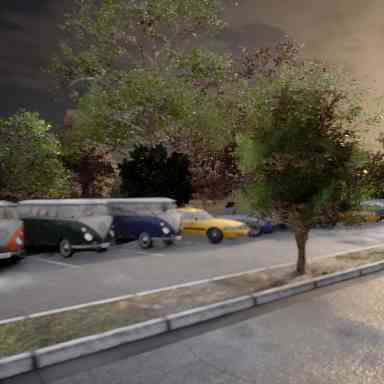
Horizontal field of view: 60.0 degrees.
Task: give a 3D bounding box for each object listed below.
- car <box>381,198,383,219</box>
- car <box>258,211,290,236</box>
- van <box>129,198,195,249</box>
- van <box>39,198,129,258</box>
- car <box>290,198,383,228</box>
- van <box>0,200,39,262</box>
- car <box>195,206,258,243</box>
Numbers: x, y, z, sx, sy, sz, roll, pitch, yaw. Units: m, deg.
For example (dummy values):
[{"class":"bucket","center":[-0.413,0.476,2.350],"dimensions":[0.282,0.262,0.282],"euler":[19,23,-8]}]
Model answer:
[{"class":"car","center":[12.069,1.398,24.735],"dimensions":[4.892,1.521,2.231],"euler":[-1,0,34]},{"class":"car","center":[2.382,1.480,17.813],"dimensions":[4.792,1.488,2.163],"euler":[-1,0,34]},{"class":"van","center":[-2.339,1.249,14.279],"dimensions":[4.442,1.987,1.878],"euler":[-1,-1,34]},{"class":"van","center":[-4.762,1.262,12.547],"dimensions":[4.442,1.987,1.878],"euler":[-1,-1,35]},{"class":"car","center":[9.816,1.404,22.898],"dimensions":[5.366,1.575,1.946],"euler":[-1,-1,34]},{"class":"van","center":[-7.184,1.275,10.815],"dimensions":[4.442,1.987,1.878],"euler":[-1,-1,35]},{"class":"car","center":[0.142,1.457,15.965],"dimensions":[5.366,1.575,1.946],"euler":[-1,-1,34]}]
